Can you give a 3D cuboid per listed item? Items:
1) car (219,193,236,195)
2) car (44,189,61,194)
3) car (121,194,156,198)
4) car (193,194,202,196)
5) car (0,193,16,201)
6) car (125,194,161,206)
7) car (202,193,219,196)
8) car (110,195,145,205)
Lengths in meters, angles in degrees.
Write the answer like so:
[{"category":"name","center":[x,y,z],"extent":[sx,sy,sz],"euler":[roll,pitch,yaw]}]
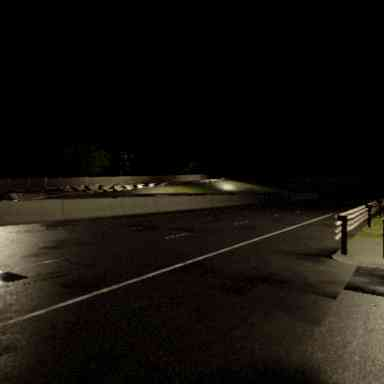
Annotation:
[{"category":"car","center":[6.868,1.063,56.832],"extent":[1.994,1.385,4.181],"euler":[1,0,32]},{"category":"car","center":[-25.726,0.162,60.431],"extent":[1.812,1.442,4.674],"euler":[0,3,15]},{"category":"car","center":[-5.471,1.030,37.603],"extent":[2.128,1.511,4.902],"euler":[1,1,33]},{"category":"car","center":[1.391,0.993,61.240],"extent":[2.033,1.411,5.357],"euler":[1,1,32]},{"category":"car","center":[-16.583,0.896,26.675],"extent":[2.097,1.767,4.553],"euler":[1,1,33]},{"category":"car","center":[-6.263,0.986,42.858],"extent":[1.837,1.490,4.892],"euler":[1,0,33]},{"category":"car","center":[4.343,0.955,59.359],"extent":[1.882,1.535,5.008],"euler":[1,1,32]},{"category":"car","center":[-8.759,1.031,45.439],"extent":[1.895,1.301,4.718],"euler":[1,1,33]}]
